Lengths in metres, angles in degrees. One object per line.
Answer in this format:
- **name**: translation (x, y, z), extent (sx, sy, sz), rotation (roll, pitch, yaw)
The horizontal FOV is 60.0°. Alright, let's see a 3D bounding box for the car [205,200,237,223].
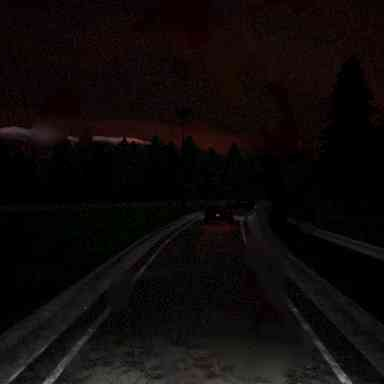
- **car**: translation (2.093, 1.411, 24.668), extent (1.882, 1.535, 5.008), rotation (0, 0, 9)

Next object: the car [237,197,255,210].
- **car**: translation (6.564, 1.382, 41.301), extent (2.128, 1.511, 4.902), rotation (0, 0, 21)
